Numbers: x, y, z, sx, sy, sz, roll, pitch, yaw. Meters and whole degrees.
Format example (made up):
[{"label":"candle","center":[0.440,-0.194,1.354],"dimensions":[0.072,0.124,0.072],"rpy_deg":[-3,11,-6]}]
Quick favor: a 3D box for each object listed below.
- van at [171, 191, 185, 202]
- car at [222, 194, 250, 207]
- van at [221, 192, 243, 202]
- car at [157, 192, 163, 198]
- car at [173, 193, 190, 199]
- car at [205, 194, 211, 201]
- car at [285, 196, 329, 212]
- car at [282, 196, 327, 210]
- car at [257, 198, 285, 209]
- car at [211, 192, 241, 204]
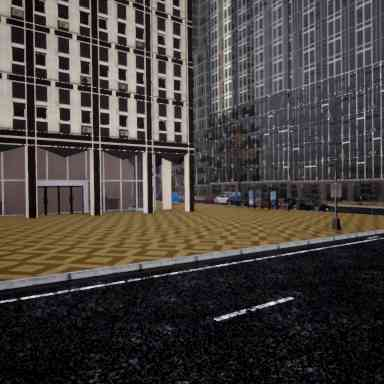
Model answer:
[{"label":"van","center":[-2.943,0.936,60.203],"dimensions":[1.690,1.788,3.998],"rpy_deg":[0,1,-34]},{"label":"car","center":[6.603,1.318,46.079],"dimensions":[1.947,1.339,4.313],"rpy_deg":[-1,1,-34]},{"label":"van","center":[7.182,0.853,60.215],"dimensions":[1.690,1.788,3.998],"rpy_deg":[-1,1,-34]},{"label":"car","center":[-5.606,0.614,79.012],"dimensions":[2.192,1.841,5.009],"rpy_deg":[0,1,-34]},{"label":"car","center":[-2.408,0.934,74.316],"dimensions":[1.802,1.307,4.206],"rpy_deg":[0,1,-34]},{"label":"car","center":[3.986,1.042,64.918],"dimensions":[1.802,1.307,4.206],"rpy_deg":[-1,1,-34]},{"label":"car","center":[12.935,1.422,36.637],"dimensions":[1.947,1.339,4.313],"rpy_deg":[-1,1,-34]},{"label":"car","center":[13.611,1.279,40.466],"dimensions":[2.128,1.511,4.902],"rpy_deg":[-1,1,-34]},{"label":"car","center":[9.752,1.386,41.348],"dimensions":[1.802,1.307,4.206],"rpy_deg":[-1,1,-34]},{"label":"car","center":[5.509,1.182,52.398],"dimensions":[1.812,1.442,4.674],"rpy_deg":[-1,1,-34]}]
